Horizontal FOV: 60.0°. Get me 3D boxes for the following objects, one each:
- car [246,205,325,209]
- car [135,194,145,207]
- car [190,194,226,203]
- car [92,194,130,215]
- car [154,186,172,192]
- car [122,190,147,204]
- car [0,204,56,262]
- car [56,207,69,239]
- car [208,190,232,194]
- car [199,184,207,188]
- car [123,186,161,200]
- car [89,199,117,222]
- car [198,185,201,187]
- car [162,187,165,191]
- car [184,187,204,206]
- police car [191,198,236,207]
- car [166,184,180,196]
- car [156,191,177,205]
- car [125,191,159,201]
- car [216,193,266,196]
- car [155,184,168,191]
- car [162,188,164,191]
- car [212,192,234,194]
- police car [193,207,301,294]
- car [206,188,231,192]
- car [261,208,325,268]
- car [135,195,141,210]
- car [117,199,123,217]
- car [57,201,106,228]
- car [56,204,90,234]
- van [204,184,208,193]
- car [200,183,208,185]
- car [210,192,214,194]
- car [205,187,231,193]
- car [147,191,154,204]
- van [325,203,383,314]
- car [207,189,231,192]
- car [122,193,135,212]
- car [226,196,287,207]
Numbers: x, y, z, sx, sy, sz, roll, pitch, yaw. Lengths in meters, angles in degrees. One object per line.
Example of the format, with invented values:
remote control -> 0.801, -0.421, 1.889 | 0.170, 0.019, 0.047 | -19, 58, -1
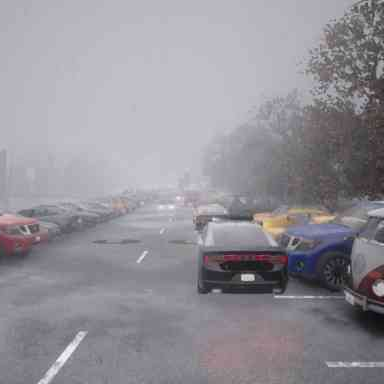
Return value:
car -> 5.063, 1.482, 14.194 | 5.008, 1.535, 2.097 | 0, 0, 0
car -> -7.996, 1.247, 36.349 | 4.792, 1.488, 2.163 | 0, 1, 0
car -> 1.099, 1.291, 24.777 | 2.097, 1.767, 4.553 | 0, 1, 0
car -> -7.952, 1.255, 27.992 | 4.553, 1.767, 2.185 | 0, 1, 0
car -> -8.136, -0.834, 93.987 | 5.008, 1.535, 2.097 | 0, 3, 0
car -> -7.992, 1.021, 39.131 | 4.553, 1.767, 2.185 | 0, 2, 0
car -> -7.989, 1.230, 11.272 | 5.566, 2.045, 2.435 | 0, 0, 0
car -> -8.014, 1.522, 14.055 | 4.674, 1.452, 2.002 | 0, 0, 0
car -> 5.321, 0.872, 47.522 | 5.366, 1.575, 1.946 | 0, 2, 0
car -> 4.927, -0.525, 88.556 | 5.008, 1.535, 2.097 | 0, 3, 0
car -> -7.910, 0.514, 50.268 | 5.566, 2.045, 2.435 | 0, 2, 0
car -> -8.001, 1.445, 22.417 | 5.008, 1.535, 2.097 | 0, 1, 0
car -> 0.120, 0.245, 58.685 | 2.097, 1.767, 4.553 | 0, 3, 0
car -> -7.945, 0.268, 61.411 | 4.792, 1.488, 2.163 | 0, 3, 0
car -> 0.104, 0.706, 45.001 | 2.150, 2.045, 5.566 | 0, 2, 1
police car -> 1.088, 1.414, 18.921 | 1.930, 1.638, 5.238 | 0, 0, 0
car -> -3.390, -0.108, 65.698 | 2.097, 1.767, 4.553 | 1, 3, -1
car -> -3.501, 1.023, 46.832 | 1.895, 1.301, 4.718 | 0, 2, 0
car -> -7.938, 0.644, 53.070 | 5.008, 1.535, 2.097 | 0, 2, 0
car -> 5.107, 1.218, 36.373 | 4.892, 1.521, 2.231 | 0, 2, 0
car -> -8.173, -0.646, 91.217 | 4.792, 1.488, 2.163 | 0, 3, 0
car -> -7.892, 0.406, 58.630 | 4.792, 1.488, 2.163 | 0, 3, 0
car -> 5.114, 1.142, 39.290 | 5.008, 1.535, 2.097 | 0, 2, 0
police car -> 1.068, 1.427, 8.923 | 1.930, 1.638, 5.238 | 0, 0, 0
car -> 5.156, 0.545, 56.016 | 4.674, 1.452, 2.002 | 0, 3, 0
car -> 5.248, 1.479, 11.285 | 5.366, 1.575, 1.946 | 0, 0, 0
car -> -7.943, 1.310, 33.562 | 4.792, 1.488, 2.163 | 0, 1, 0
car -> -7.986, 1.457, 25.207 | 4.674, 1.452, 2.002 | 0, 0, 0
car -> -8.006, 1.465, 19.628 | 5.008, 1.535, 2.097 | 0, 0, 0
car -> -8.035, 1.507, 16.841 | 4.792, 1.488, 2.163 | 0, 0, 0
van -> 5.037, 0.011, 61.455 | 4.442, 1.987, 1.878 | -1, 3, 0
car -> 4.967, -0.808, 91.316 | 4.553, 1.767, 2.185 | 0, 3, 0
car -> 5.120, 1.061, 42.079 | 5.008, 1.535, 2.097 | 0, 2, 0
car -> 5.161, 0.407, 58.797 | 4.674, 1.452, 2.002 | 0, 3, 0
car -> -7.979, 1.008, 44.715 | 4.792, 1.488, 2.163 | 0, 2, 0
van -> 4.935, 1.255, 5.716 | 4.442, 1.987, 1.878 | 0, 0, 0
car -> 5.327, 0.760, 50.315 | 5.366, 1.575, 1.946 | 0, 2, 0
car -> -7.947, 1.210, 30.772 | 4.553, 1.767, 2.185 | 0, 1, 0
car -> 4.911, 1.374, 28.140 | 5.366, 1.575, 1.946 | 0, 1, 0
